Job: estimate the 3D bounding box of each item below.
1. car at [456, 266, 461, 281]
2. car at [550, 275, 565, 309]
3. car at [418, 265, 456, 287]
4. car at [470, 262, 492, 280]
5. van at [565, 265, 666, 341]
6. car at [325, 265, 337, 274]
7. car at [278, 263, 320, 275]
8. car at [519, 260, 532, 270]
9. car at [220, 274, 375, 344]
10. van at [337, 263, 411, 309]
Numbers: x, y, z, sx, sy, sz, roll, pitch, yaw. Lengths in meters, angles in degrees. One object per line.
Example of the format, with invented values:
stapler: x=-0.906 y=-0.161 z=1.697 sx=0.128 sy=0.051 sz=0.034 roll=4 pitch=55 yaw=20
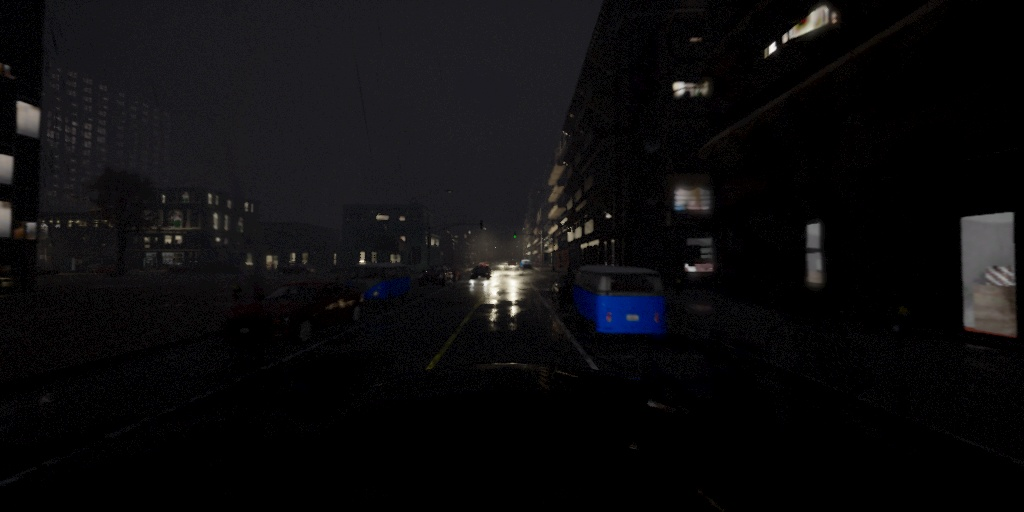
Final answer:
car: x=-5.650 y=1.553 z=32.418 sx=1.888 sy=1.381 sz=4.507 roll=0 pitch=0 yaw=0
car: x=2.694 y=1.434 z=15.512 sx=1.948 sy=1.339 sz=4.313 roll=0 pitch=0 yaw=0
car: x=-5.651 y=1.401 z=26.772 sx=1.967 sy=1.591 sz=4.097 roll=0 pitch=0 yaw=0
car: x=-2.994 y=1.581 z=35.749 sx=2.033 sy=1.411 sz=5.357 roll=0 pitch=0 yaw=0
van: x=2.693 y=1.161 z=9.866 sx=1.690 sy=1.789 sz=3.998 roll=0 pitch=0 yaw=0
car: x=-25.185 y=1.910 z=52.803 sx=4.313 sy=1.339 sz=1.948 roll=0 pitch=0 yaw=1
car: x=-26.364 y=1.595 z=44.181 sx=4.097 sy=1.591 sz=1.967 roll=0 pitch=0 yaw=1
car: x=2.706 y=1.805 z=64.936 sx=2.007 sy=1.370 sz=4.403 roll=0 pitch=0 yaw=0
car: x=-5.655 y=1.366 z=9.835 sx=1.888 sy=1.381 sz=4.507 roll=0 pitch=0 yaw=0
van: x=-5.654 y=1.209 z=15.481 sx=1.690 sy=1.789 sz=3.998 roll=0 pitch=0 yaw=0
